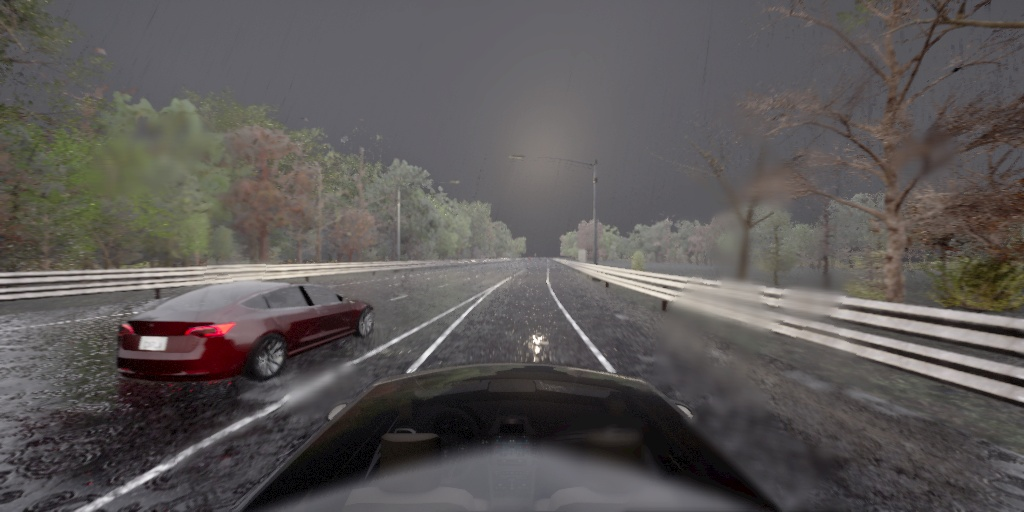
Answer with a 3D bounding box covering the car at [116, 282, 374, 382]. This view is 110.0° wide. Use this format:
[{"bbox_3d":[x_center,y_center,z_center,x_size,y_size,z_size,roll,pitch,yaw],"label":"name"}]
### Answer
[{"bbox_3d":[-4.624,1.232,7.183,2.163,1.488,4.792,0,0,6],"label":"car"}]
